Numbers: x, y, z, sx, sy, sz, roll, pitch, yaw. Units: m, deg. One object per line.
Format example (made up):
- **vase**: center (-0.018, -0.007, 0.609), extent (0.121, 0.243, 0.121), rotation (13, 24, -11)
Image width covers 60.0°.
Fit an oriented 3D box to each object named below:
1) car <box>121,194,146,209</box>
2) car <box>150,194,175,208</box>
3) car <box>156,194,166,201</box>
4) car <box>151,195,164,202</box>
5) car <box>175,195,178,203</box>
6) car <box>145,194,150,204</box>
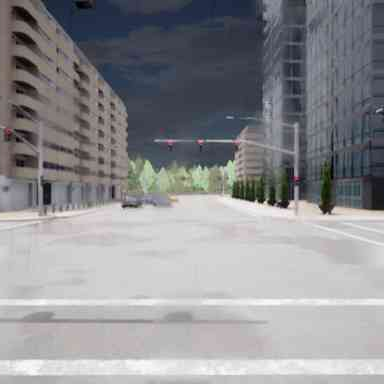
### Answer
- **car**: center (-7.382, 1.360, 41.233), extent (2.033, 1.411, 5.357), rotation (0, 0, 0)
- **car**: center (-3.847, 1.153, 43.765), extent (2.097, 1.767, 4.553), rotation (0, 0, 1)
- **car**: center (-6.862, 1.162, 74.354), extent (1.837, 1.490, 4.892), rotation (0, 0, 1)
- **car**: center (-6.955, 1.259, 67.441), extent (1.994, 1.385, 4.181), rotation (0, 0, 1)
- **car**: center (-3.569, 1.196, 61.856), extent (1.882, 1.535, 5.008), rotation (0, 0, 1)
- **car**: center (-7.107, 1.109, 53.387), extent (2.097, 1.767, 4.553), rotation (0, 0, 2)
